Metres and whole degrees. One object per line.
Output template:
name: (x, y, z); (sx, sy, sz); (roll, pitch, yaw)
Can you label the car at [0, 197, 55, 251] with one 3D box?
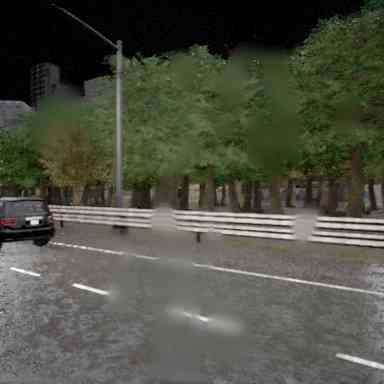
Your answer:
car: (-8.032, 1.230, 13.918); (5.566, 2.045, 2.150); (0, 0, 36)
